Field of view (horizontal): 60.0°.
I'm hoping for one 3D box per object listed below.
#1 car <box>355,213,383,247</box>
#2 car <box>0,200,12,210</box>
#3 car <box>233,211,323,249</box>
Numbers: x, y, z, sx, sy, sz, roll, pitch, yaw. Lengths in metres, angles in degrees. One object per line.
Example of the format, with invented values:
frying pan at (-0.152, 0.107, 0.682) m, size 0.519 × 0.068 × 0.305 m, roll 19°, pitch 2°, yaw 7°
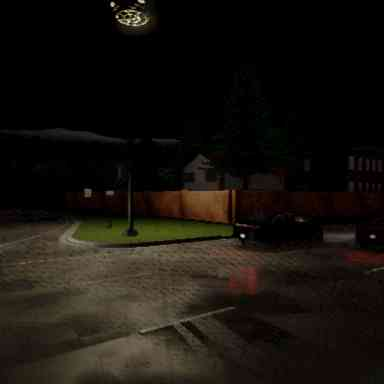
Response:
car at (9.264, 1.662, 14.832) m, size 5.008 × 1.535 × 1.882 m, roll 1°, pitch -1°, yaw -36°
car at (-26.626, 1.797, 45.727) m, size 4.718 × 1.301 × 1.895 m, roll 0°, pitch -1°, yaw 41°
car at (4.089, 1.646, 15.393) m, size 4.902 × 1.511 × 2.128 m, roll 1°, pitch -1°, yaw -36°
